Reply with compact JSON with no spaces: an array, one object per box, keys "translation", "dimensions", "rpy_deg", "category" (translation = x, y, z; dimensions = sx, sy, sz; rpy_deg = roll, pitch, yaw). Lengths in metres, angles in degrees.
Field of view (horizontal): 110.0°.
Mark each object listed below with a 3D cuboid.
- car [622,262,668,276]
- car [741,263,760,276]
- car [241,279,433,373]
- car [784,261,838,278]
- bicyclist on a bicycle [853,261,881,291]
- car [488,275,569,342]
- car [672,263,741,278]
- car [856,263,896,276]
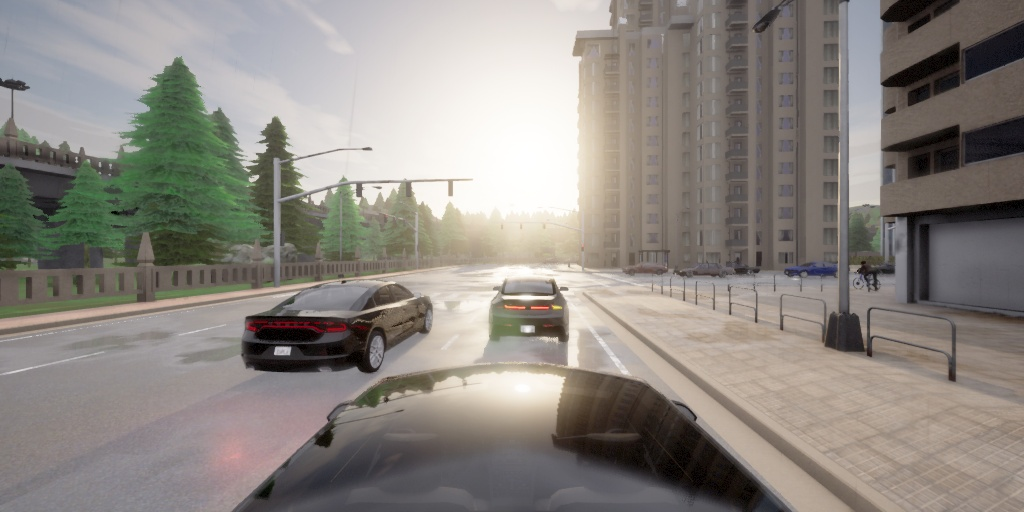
[{"translation":[14.162,1.331,38.274],"dimensions":[4.674,1.442,1.812],"rpy_deg":[0,0,4],"category":"car"},{"translation":[23.218,1.406,37.830],"dimensions":[4.718,1.301,1.895],"rpy_deg":[0,0,3],"category":"car"},{"translation":[-3.161,1.228,7.678],"dimensions":[1.882,1.535,5.008],"rpy_deg":[0,0,4],"category":"car"},{"translation":[28.720,1.283,34.046],"dimensions":[5.008,1.535,1.882],"rpy_deg":[0,0,3],"category":"car"},{"translation":[19.756,1.107,19.999],"dimensions":[0.582,1.620,1.656],"rpy_deg":[0,0,3],"category":"bicyclist on a bicycle"},{"translation":[0.494,1.255,9.798],"dimensions":[1.837,1.490,4.892],"rpy_deg":[0,0,4],"category":"car"},{"translation":[18.474,1.353,34.560],"dimensions":[5.357,1.411,2.033],"rpy_deg":[0,0,3],"category":"car"},{"translation":[38.610,1.406,37.002],"dimensions":[4.718,1.301,1.895],"rpy_deg":[0,0,3],"category":"car"}]
